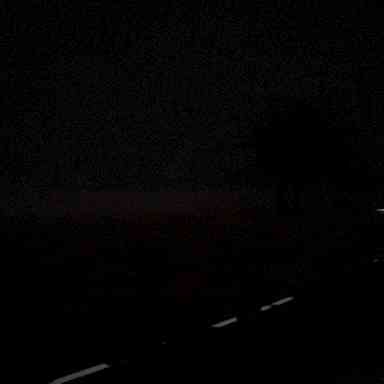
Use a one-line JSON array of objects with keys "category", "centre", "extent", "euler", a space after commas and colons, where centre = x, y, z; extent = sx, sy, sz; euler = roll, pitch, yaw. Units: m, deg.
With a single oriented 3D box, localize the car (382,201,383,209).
[{"category": "car", "centre": [27.430, 1.665, 45.765], "extent": [1.994, 1.385, 4.181], "euler": [0, 0, 26]}]
